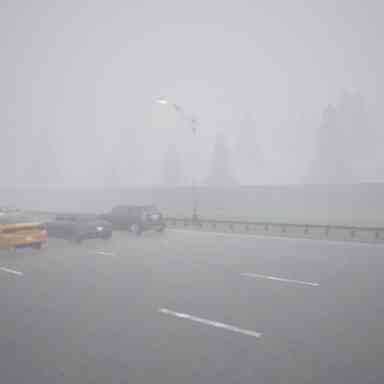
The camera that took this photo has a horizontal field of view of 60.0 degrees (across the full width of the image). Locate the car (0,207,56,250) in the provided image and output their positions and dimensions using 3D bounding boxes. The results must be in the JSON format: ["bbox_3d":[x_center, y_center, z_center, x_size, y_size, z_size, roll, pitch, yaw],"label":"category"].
[{"bbox_3d":[-8.138,1.617,13.992,5.008,1.535,1.882,0,0,36],"label":"car"}]

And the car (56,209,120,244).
[{"bbox_3d":[-5.954,1.702,16.732,4.181,1.385,1.994,-1,0,36],"label":"car"}]

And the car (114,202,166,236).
[{"bbox_3d":[-3.752,1.485,19.457,4.553,1.767,2.097,-1,-1,36],"label":"car"}]
